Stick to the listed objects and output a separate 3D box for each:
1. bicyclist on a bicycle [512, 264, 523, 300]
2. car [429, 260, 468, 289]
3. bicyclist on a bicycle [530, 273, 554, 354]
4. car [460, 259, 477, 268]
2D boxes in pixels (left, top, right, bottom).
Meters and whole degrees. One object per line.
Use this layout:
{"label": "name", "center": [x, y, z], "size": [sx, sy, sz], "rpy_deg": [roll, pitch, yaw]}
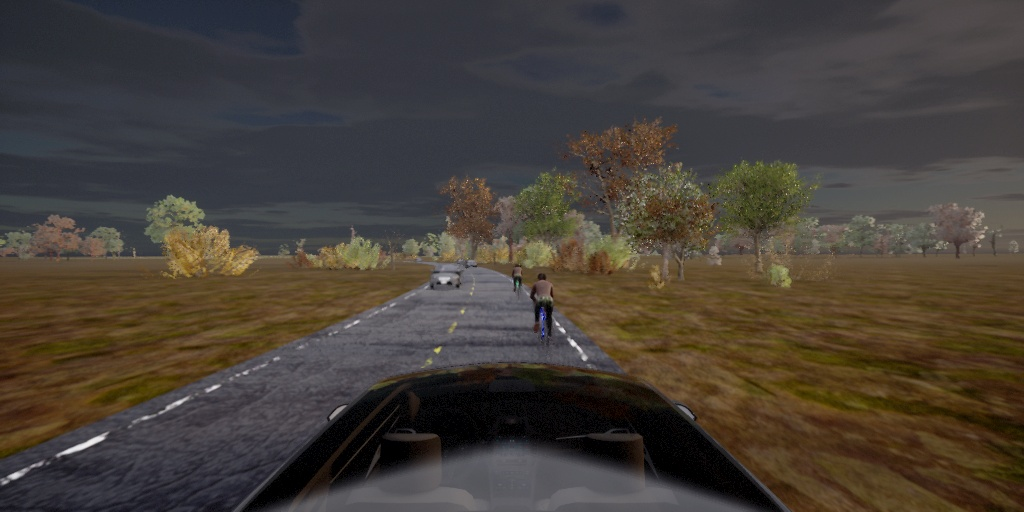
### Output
{"label": "bicyclist on a bicycle", "center": [0.266, 1.204, 16.958], "size": [0.582, 1.620, 1.656], "rpy_deg": [0, 0, -4]}
{"label": "car", "center": [-4.152, 1.246, 23.180], "size": [2.128, 1.511, 4.902], "rpy_deg": [0, 0, -5]}
{"label": "bicyclist on a bicycle", "center": [0.679, 1.203, 7.873], "size": [0.582, 1.620, 1.656], "rpy_deg": [0, 0, -2]}
{"label": "car", "center": [-7.252, 1.322, 62.201], "size": [2.033, 1.411, 5.357], "rpy_deg": [0, 0, -13]}
